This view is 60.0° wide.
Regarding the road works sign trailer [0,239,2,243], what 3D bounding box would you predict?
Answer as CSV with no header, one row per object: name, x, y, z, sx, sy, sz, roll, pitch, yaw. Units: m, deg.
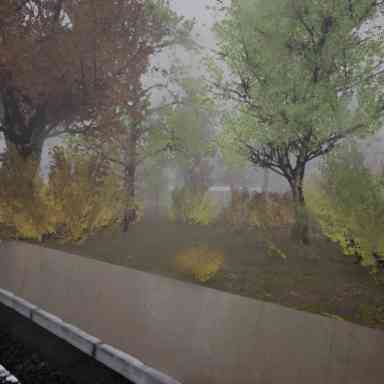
road works sign trailer,-6.806,0.943,7.286,2.880,2.380,3.560,-27,0,-9
